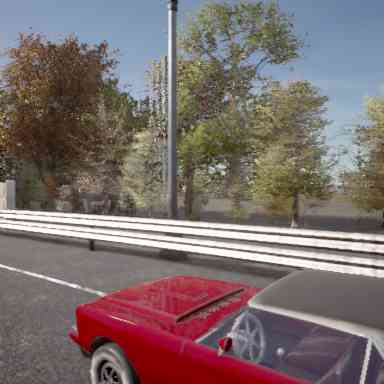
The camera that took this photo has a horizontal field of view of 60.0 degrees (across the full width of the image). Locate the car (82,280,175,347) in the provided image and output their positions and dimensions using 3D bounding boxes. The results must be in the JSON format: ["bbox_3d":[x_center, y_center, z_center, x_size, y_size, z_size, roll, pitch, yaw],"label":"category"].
[{"bbox_3d":[0.957,1.425,2.993,4.718,1.301,1.895,0,0,38],"label":"car"}]
